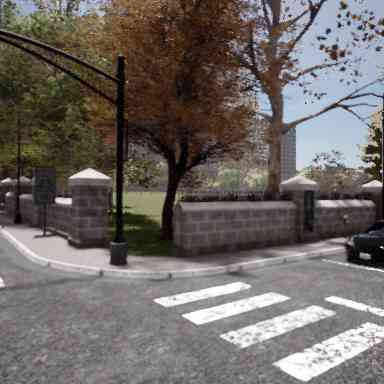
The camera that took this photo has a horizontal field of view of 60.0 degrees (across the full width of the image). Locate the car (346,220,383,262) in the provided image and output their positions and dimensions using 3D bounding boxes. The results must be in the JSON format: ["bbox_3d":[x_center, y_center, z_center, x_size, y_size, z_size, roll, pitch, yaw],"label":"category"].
[{"bbox_3d":[7.231,1.664,11.725,4.313,1.339,1.947,1,0,-36],"label":"car"}]
